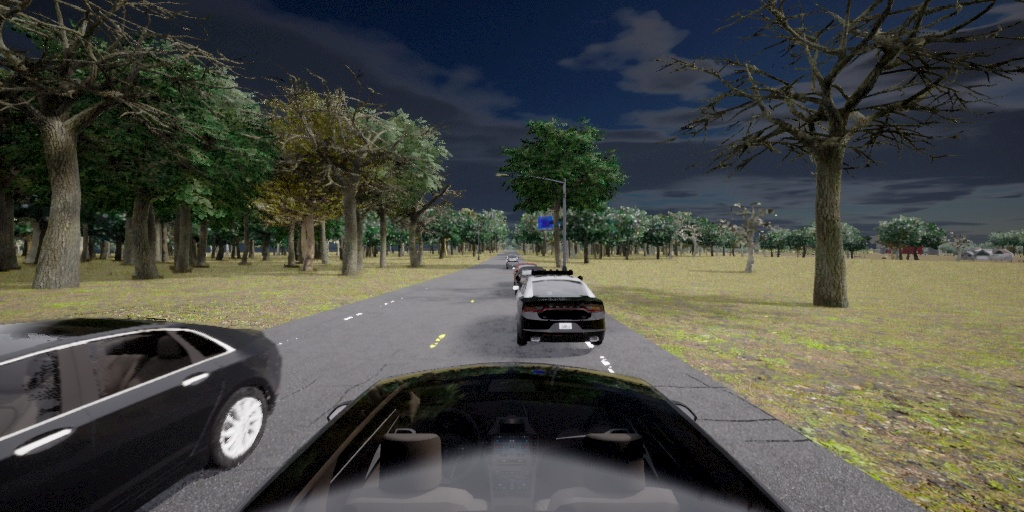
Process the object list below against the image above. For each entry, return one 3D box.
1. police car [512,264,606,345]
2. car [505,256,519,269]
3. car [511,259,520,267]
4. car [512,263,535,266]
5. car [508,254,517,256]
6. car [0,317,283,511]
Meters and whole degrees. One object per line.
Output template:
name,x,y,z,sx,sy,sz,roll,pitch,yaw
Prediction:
police car,1.054,1.175,9.635,1.930,1.638,5.238,0,0,0
car,0.100,1.109,52.431,2.128,1.511,4.902,0,0,0
car,1.065,1.223,25.524,1.882,1.535,5.008,0,0,0
car,1.061,1.275,19.525,1.812,1.442,4.674,0,0,0
car,0.042,0.726,65.065,2.150,2.045,5.566,0,1,0
car,-3.499,1.255,2.070,1.837,1.490,4.892,0,0,0
